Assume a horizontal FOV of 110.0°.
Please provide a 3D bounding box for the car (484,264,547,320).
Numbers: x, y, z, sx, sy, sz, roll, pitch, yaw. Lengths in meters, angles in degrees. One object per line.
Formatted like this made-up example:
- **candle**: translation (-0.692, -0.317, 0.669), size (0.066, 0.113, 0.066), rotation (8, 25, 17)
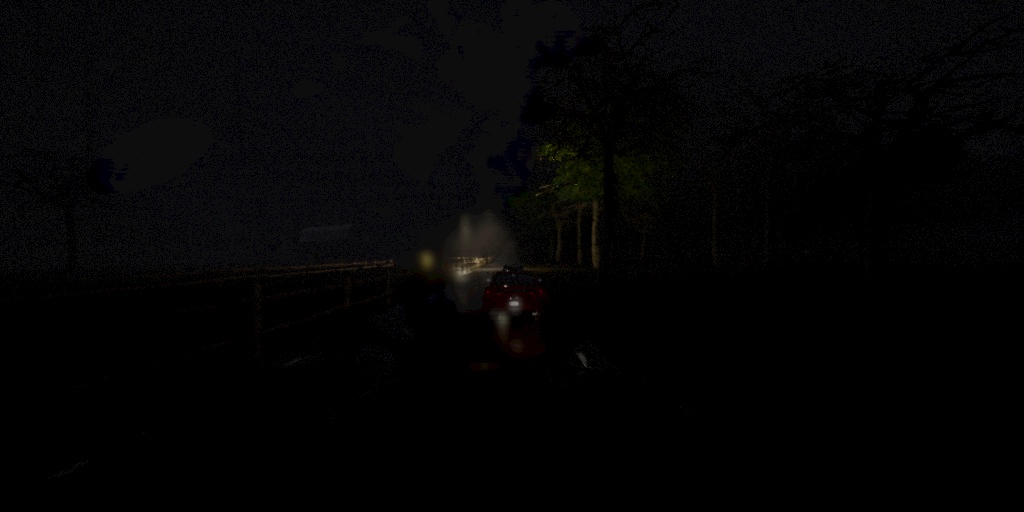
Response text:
- **car**: translation (0.105, 1.222, 12.638), size (1.882, 1.535, 5.008), rotation (0, 0, 0)
